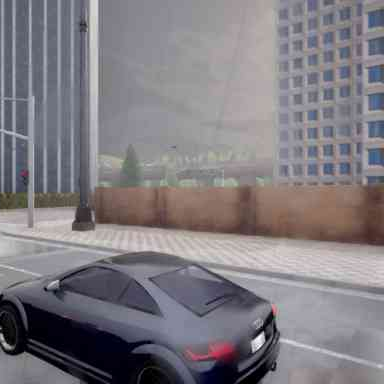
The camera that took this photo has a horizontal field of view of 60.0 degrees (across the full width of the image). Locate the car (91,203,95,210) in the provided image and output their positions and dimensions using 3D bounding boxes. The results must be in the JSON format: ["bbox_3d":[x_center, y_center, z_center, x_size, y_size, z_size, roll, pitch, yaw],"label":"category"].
[{"bbox_3d":[-8.872,1.504,37.062,1.837,1.490,4.892,0,0,35],"label":"car"}]

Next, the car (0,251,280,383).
[{"bbox_3d":[-0.946,1.564,4.677,4.181,1.385,1.994,0,0,35],"label":"car"}]
